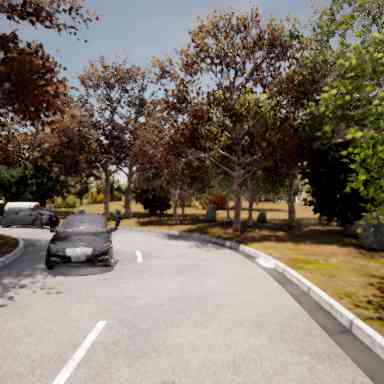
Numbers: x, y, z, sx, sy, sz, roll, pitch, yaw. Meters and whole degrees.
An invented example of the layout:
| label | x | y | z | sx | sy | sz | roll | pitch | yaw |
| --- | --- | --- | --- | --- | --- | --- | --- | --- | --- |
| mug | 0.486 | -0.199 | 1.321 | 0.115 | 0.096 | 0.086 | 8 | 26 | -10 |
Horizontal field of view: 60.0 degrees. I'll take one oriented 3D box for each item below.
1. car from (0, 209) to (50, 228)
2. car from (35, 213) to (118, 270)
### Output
| label | x | y | z | sx | sy | sz | roll | pitch | yaw |
| --- | --- | --- | --- | --- | --- | --- | --- | --- | --- |
| car | -11.743 | 1.922 | 24.090 | 4.181 | 1.385 | 1.994 | -1 | -4 | 14 |
| car | -3.682 | 1.553 | 11.509 | 2.128 | 1.511 | 4.902 | 1 | 0 | -14 |
